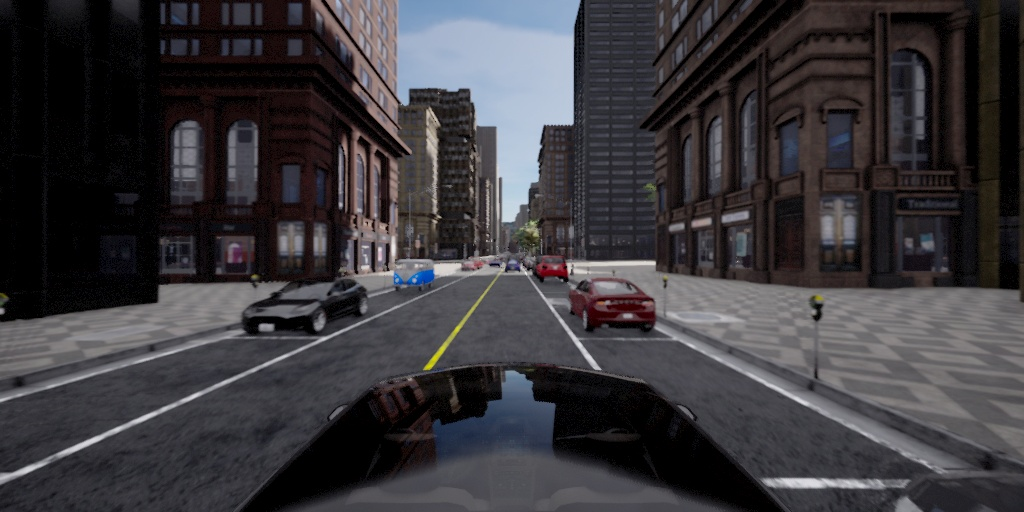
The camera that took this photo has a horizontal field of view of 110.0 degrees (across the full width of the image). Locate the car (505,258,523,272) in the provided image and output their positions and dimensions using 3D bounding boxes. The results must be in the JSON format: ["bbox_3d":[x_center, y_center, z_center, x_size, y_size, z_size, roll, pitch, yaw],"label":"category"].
[{"bbox_3d":[0.128,1.275,45.663,1.812,1.442,4.674,0,0,0],"label":"car"}]

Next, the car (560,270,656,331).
[{"bbox_3d":[2.782,1.303,10.823,1.888,1.381,4.507,0,0,0],"label":"car"}]

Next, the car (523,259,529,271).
[{"bbox_3d":[2.895,1.344,48.619,1.948,1.339,4.313,0,0,0],"label":"car"}]

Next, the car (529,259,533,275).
[{"bbox_3d":[3.203,1.001,36.010,2.150,2.045,5.566,0,0,0],"label":"car"}]

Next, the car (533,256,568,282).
[{"bbox_3d":[3.183,0.989,29.010,2.150,2.045,5.566,0,0,0],"label":"car"}]

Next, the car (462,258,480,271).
[{"bbox_3d":[-5.633,1.338,47.685,1.802,1.307,4.207,0,0,0],"label":"car"}]

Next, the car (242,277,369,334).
[{"bbox_3d":[-5.743,1.302,10.580,1.948,1.339,4.313,0,0,0],"label":"car"}]

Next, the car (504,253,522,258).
[{"bbox_3d":[0.180,0.939,61.261,2.150,2.045,5.566,0,0,0],"label":"car"}]

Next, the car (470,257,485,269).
[{"bbox_3d":[-5.617,1.072,52.986,2.192,1.841,5.009,0,0,0],"label":"car"}]

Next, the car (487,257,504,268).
[{"bbox_3d":[-2.858,1.359,61.842,1.895,1.301,4.718,0,0,1],"label":"car"}]

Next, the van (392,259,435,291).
[{"bbox_3d":[-5.712,1.082,21.181,1.690,1.789,3.998,0,0,0],"label":"van"}]

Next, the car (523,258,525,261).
[{"bbox_3d":[2.927,1.357,59.419,1.802,1.307,4.207,0,0,0],"label":"car"}]

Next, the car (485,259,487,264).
[{"bbox_3d":[-5.601,1.194,58.288,1.967,1.591,4.097,0,0,0],"label":"car"}]
